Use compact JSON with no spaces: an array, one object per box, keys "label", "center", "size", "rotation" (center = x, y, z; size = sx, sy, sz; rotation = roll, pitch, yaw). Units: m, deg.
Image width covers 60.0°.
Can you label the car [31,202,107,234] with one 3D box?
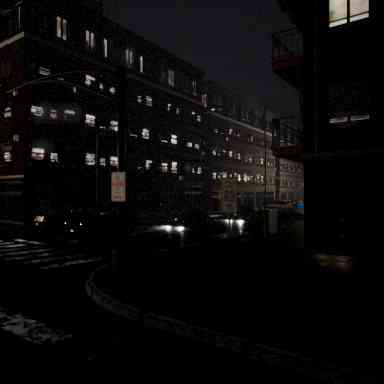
[{"label":"car","center":[-7.651,1.604,21.569],"size":[2.192,1.841,5.009],"rotation":[-1,-2,35]}]

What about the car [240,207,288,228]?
[{"label":"car","center":[5.739,2.048,26.146],"size":[1.802,1.307,4.206],"rotation":[-2,-2,35]}]

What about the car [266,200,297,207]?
[{"label":"car","center":[11.739,2.050,44.680],"size":[2.150,2.045,5.566],"rotation":[0,-1,35]}]

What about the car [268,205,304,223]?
[{"label":"car","center":[8.995,2.121,30.807],"size":[2.008,1.369,4.403],"rotation":[-2,-2,35]}]

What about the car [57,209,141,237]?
[{"label":"car","center":[-5.390,1.884,20.286],"size":[1.895,1.301,4.718],"rotation":[0,-1,36]}]

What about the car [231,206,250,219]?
[{"label":"car","center":[5.563,2.196,35.935],"size":[1.994,1.385,4.181],"rotation":[0,-1,34]}]

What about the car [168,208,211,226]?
[{"label":"car","center":[-0.150,2.013,27.759],"size":[1.994,1.385,4.181],"rotation":[0,-1,34]}]

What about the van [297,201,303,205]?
[{"label":"van","center":[18.399,2.464,58.836],"size":[1.690,1.788,3.998],"rotation":[-1,-2,35]}]
